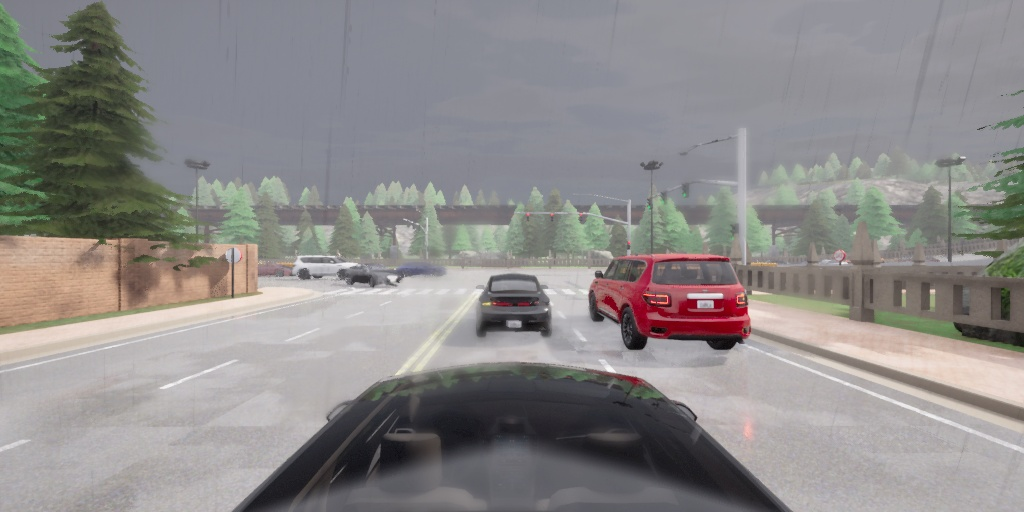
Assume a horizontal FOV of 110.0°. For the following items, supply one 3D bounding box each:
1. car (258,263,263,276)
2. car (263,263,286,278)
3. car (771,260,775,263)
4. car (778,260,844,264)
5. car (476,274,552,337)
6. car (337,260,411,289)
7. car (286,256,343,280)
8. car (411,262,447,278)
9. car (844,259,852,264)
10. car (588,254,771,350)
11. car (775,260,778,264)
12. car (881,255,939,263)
[{"bbox_3d":[-21.998,1.241,26.773,4.902,1.511,2.128,0,0,0],"label":"car"},{"bbox_3d":[-22.478,1.313,33.774,4.181,1.385,1.994,0,0,0],"label":"car"},{"bbox_3d":[29.228,1.242,44.585,4.902,1.511,2.128,0,0,0],"label":"car"},{"bbox_3d":[34.171,1.287,41.111,5.357,1.411,2.033,0,0,0],"label":"car"},{"bbox_3d":[0.019,1.255,10.296,1.837,1.490,4.892,0,0,-1],"label":"car"},{"bbox_3d":[-9.110,1.242,23.481,4.902,1.511,2.128,0,-1,40],"label":"car"},{"bbox_3d":[-15.446,0.973,30.288,5.566,2.045,2.150,0,0,0],"label":"car"},{"bbox_3d":[-8.490,1.275,33.799,4.674,1.442,1.812,0,0,0],"label":"car"},{"bbox_3d":[39.210,1.183,44.638,4.674,1.442,1.812,-1,0,0],"label":"car"},{"bbox_3d":[3.516,0.971,9.196,2.150,2.045,5.566,0,0,0],"label":"car"},{"bbox_3d":[34.745,1.240,48.111,4.892,1.490,1.837,0,0,0],"label":"car"},{"bbox_3d":[45.919,0.749,41.161,4.553,1.767,2.097,-3,0,0],"label":"car"}]
